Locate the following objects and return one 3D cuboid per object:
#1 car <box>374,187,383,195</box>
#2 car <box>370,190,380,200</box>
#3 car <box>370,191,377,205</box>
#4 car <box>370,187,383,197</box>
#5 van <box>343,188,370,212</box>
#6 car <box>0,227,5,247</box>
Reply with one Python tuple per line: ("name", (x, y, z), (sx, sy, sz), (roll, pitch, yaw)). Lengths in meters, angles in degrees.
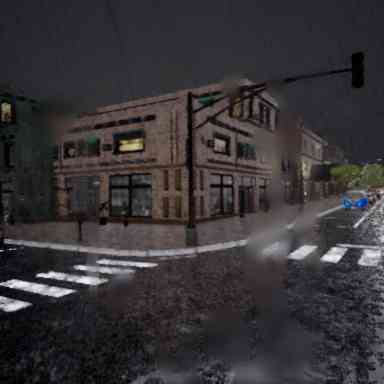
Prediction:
("car", (43.809, -0.229, 77.427), (2.192, 1.841, 5.009), (0, 1, 32))
("car", (23.560, 0.714, 44.411), (1.947, 1.339, 4.313), (0, 1, 32))
("car", (20.667, 0.829, 39.694), (1.802, 1.307, 4.206), (0, 1, 32))
("car", (29.344, 0.265, 53.841), (2.192, 1.841, 5.009), (0, 1, 32))
("van", (14.879, 0.785, 30.257), (1.690, 1.788, 3.998), (0, 1, 32))
("car", (-10.390, 1.909, 15.325), (4.313, 1.339, 1.947), (-2, 0, 32))
